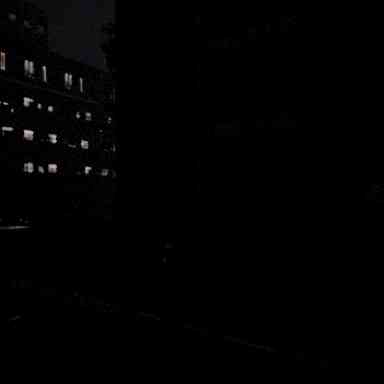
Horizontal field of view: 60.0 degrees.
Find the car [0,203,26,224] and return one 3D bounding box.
[{"bbox_3d":[-16.217,1.825,27.672,2.192,1.841,5.009,-2,-2,35],"label":"car"}]

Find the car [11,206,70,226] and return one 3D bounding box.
[{"bbox_3d":[-12.586,2.092,28.309,1.994,1.385,4.181,-1,-1,35],"label":"car"}]
